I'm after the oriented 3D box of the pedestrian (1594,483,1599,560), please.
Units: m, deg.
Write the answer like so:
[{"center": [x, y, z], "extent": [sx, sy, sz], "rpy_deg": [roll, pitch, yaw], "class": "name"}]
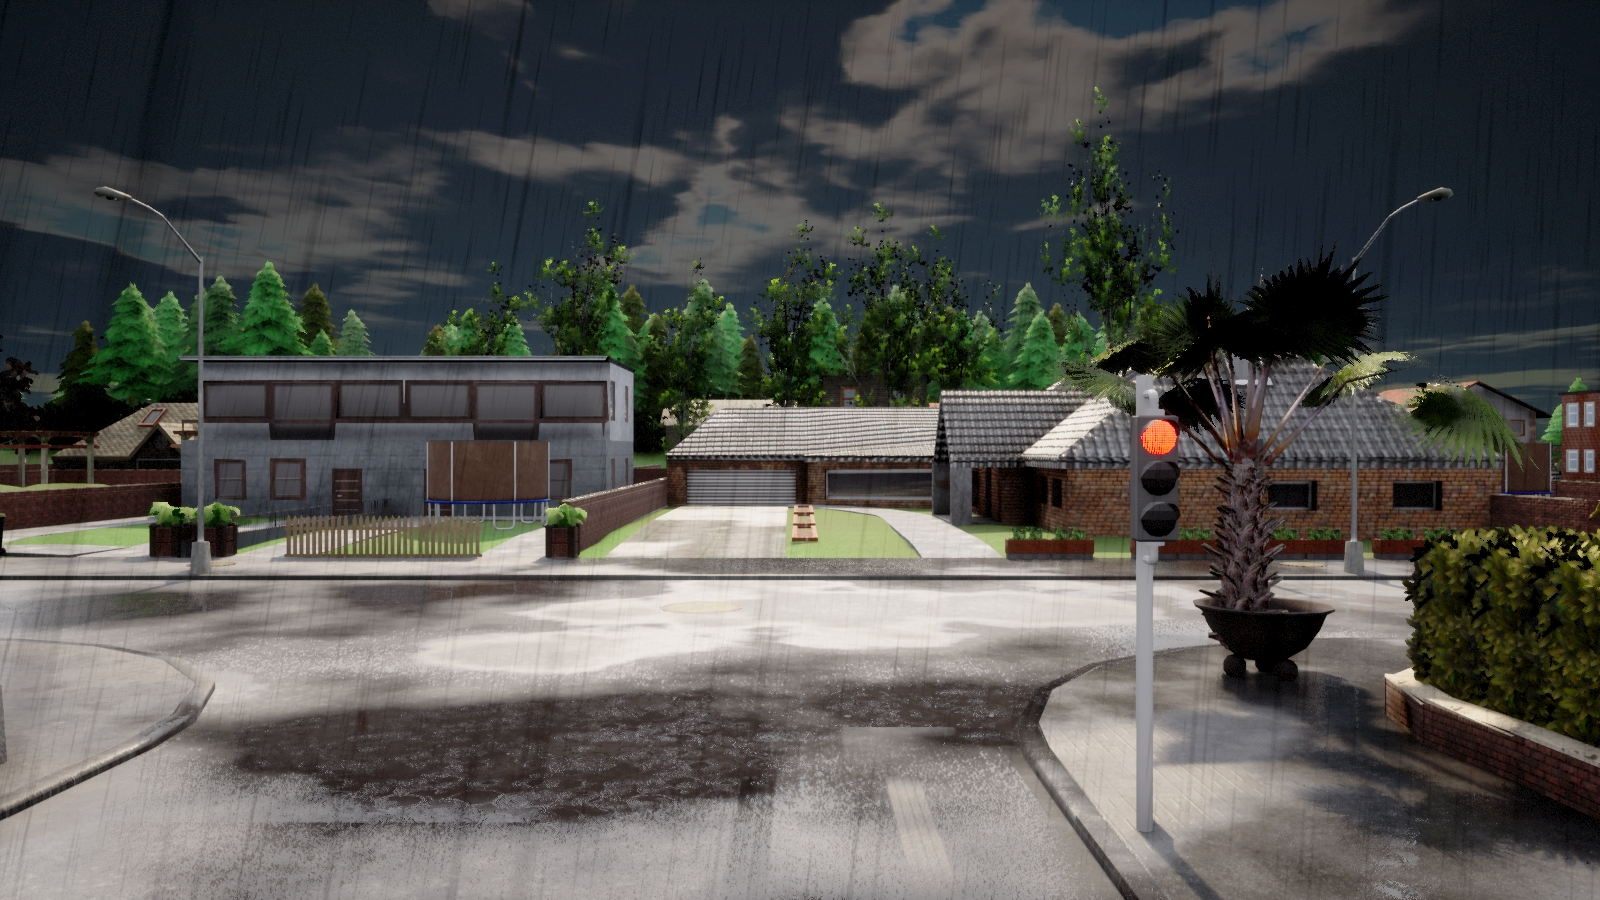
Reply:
[{"center": [19.495, 1.732, 27.575], "extent": [0.375, 1.860, 0.375], "rpy_deg": [0, 0, -3], "class": "pedestrian"}]
